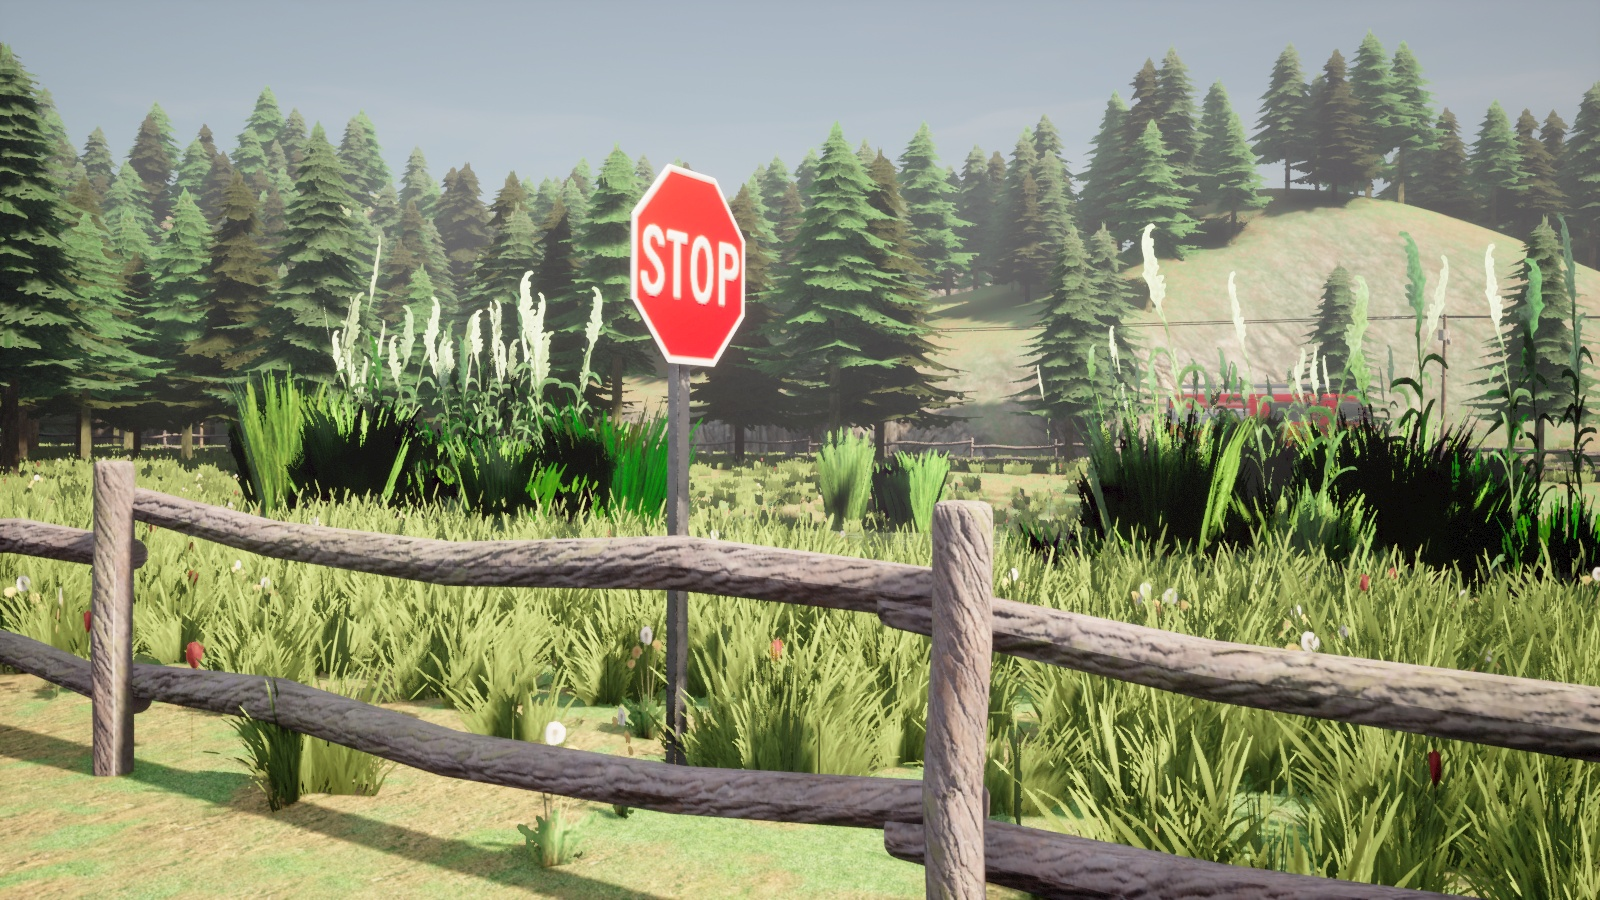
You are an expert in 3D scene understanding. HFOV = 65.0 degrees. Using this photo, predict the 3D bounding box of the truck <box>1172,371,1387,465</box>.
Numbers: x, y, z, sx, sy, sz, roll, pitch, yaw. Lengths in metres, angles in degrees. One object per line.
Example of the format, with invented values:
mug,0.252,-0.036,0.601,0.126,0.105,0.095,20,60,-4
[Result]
truck,20.731,-1.330,54.446,8.468,3.827,2.891,0,1,24
